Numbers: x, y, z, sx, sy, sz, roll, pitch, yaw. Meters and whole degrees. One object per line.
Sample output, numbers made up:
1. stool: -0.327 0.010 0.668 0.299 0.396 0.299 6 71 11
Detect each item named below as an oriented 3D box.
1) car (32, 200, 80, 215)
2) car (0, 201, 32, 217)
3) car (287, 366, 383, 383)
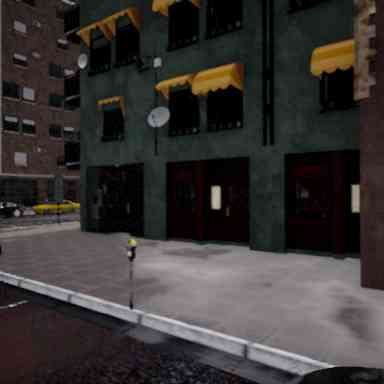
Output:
1. car: -13.113 1.378 32.106 1.752 1.417 4.829 1 1 35
2. car: -16.210 1.478 27.686 2.008 1.369 4.403 1 1 35
3. car: 2.315 1.545 1.216 4.403 1.369 2.008 0 0 36
